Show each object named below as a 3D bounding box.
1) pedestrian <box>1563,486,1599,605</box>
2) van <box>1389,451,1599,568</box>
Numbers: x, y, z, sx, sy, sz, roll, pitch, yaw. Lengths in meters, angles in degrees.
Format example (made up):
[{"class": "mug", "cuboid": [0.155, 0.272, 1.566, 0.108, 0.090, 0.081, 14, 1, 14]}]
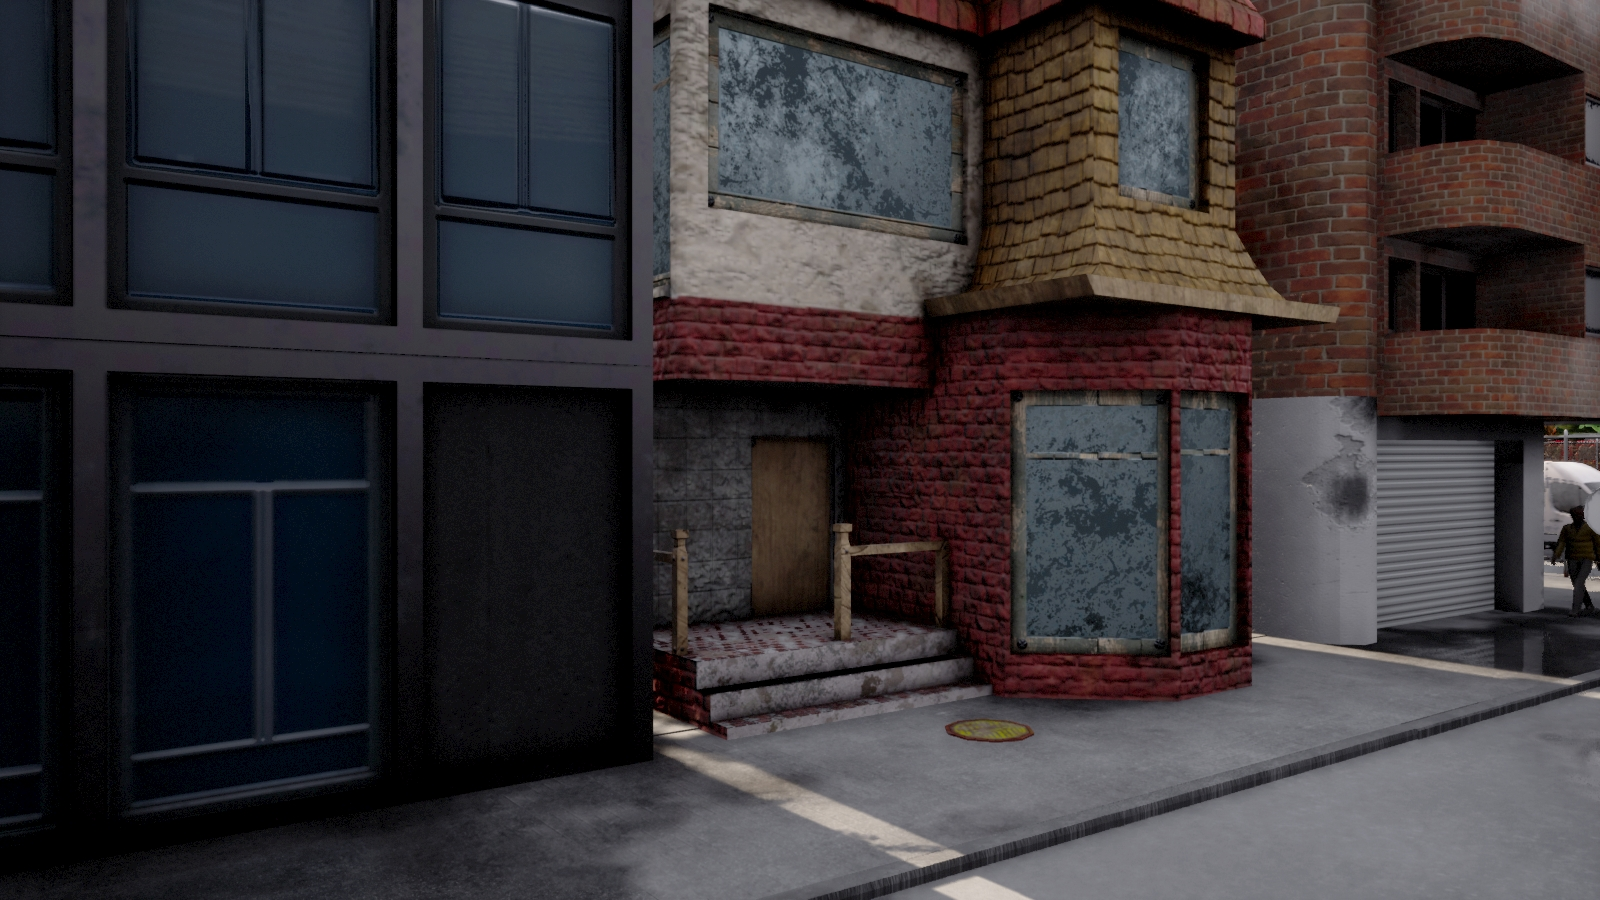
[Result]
[{"class": "pedestrian", "cuboid": [12.508, 1.508, 18.285, 0.375, 1.860, 0.375, 0, 0, -35]}, {"class": "van", "cuboid": [17.390, 1.303, 27.010, 1.988, 2.561, 5.915, 0, 0, -35]}]
